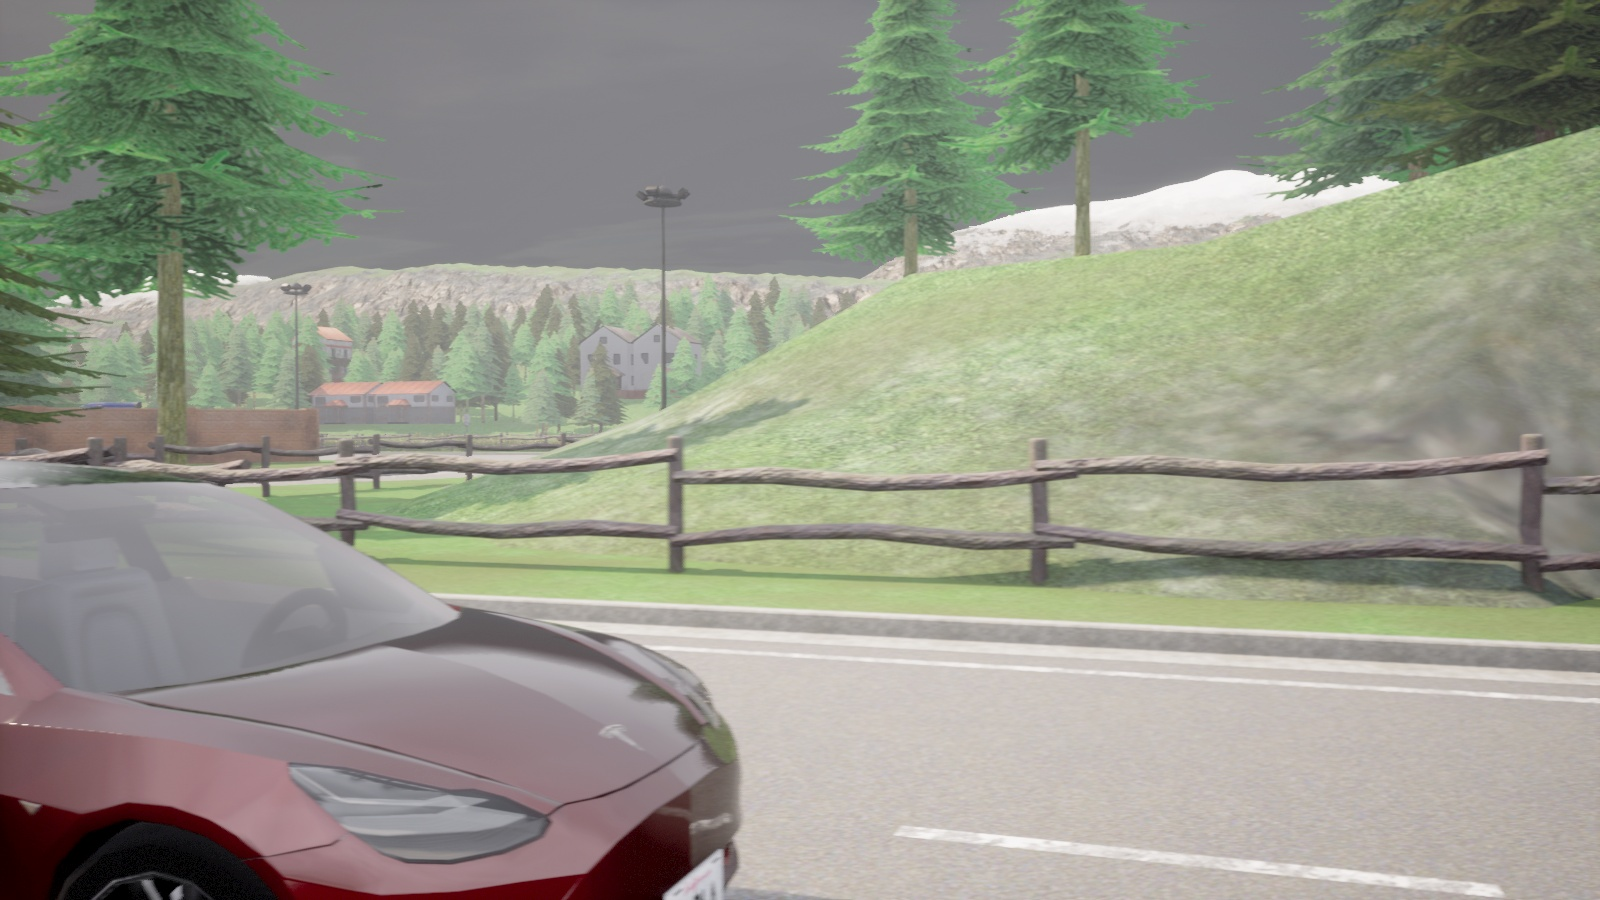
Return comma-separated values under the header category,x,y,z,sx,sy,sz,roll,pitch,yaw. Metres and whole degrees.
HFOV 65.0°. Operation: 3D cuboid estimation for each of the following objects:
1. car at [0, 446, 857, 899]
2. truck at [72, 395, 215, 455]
category,x,y,z,sx,sy,sz,roll,pitch,yaw
car,-2.424,0.753,4.008,4.792,1.488,2.163,1,1,19
truck,-39.322,-1.507,75.191,7.936,3.462,2.891,1,1,19
